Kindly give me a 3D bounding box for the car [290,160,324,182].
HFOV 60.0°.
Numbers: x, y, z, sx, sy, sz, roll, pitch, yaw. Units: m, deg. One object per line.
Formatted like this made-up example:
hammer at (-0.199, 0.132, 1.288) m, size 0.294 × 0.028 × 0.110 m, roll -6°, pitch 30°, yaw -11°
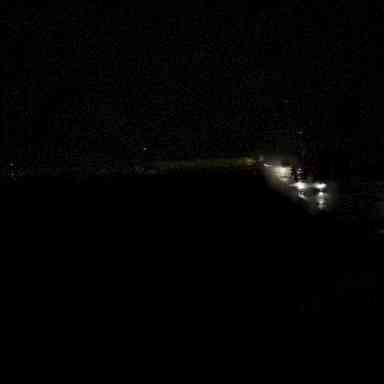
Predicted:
car at (9.345, -1.863, 27.338) m, size 2.097 × 1.767 × 4.553 m, roll -3°, pitch 5°, yaw 11°
